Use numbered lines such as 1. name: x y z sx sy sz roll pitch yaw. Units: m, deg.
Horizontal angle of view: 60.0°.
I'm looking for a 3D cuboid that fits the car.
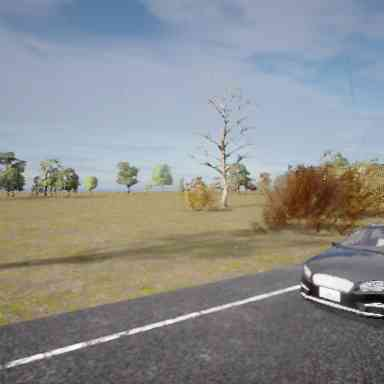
1. car: 4.335 1.466 7.083 4.902 1.511 2.128 0 0 -35
